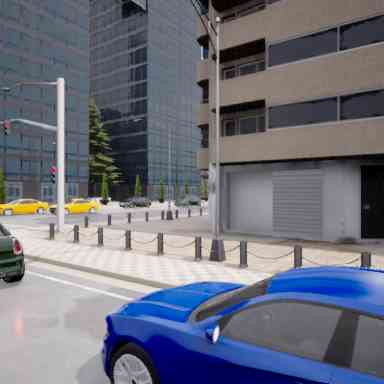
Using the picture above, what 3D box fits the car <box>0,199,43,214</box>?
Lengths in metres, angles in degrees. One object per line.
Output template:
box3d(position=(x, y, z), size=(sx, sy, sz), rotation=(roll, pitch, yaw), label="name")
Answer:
box3d(position=(-16.389, 1.422, 31.967), size=(1.882, 1.535, 5.008), rotation=(0, 0, 36), label="car")

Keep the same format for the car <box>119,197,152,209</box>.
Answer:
box3d(position=(-7.481, 1.435, 44.262), size=(2.128, 1.511, 4.902), rotation=(0, 0, 36), label="car")

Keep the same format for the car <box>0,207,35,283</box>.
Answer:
box3d(position=(-6.279, 1.352, 8.464), size=(4.553, 1.767, 2.097), rotation=(0, 0, 36), label="car")

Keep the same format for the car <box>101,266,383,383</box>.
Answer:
box3d(position=(1.262, 1.478, 3.091), size=(5.008, 1.535, 1.882), rotation=(0, 0, 36), label="car")

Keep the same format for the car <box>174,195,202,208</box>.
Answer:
box3d(position=(-0.588, 1.296, 47.805), size=(2.097, 1.767, 4.553), rotation=(0, 0, 36), label="car")

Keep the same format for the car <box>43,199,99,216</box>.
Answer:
box3d(position=(-11.534, 1.422, 32.695), size=(1.882, 1.535, 5.008), rotation=(0, 0, 36), label="car")
